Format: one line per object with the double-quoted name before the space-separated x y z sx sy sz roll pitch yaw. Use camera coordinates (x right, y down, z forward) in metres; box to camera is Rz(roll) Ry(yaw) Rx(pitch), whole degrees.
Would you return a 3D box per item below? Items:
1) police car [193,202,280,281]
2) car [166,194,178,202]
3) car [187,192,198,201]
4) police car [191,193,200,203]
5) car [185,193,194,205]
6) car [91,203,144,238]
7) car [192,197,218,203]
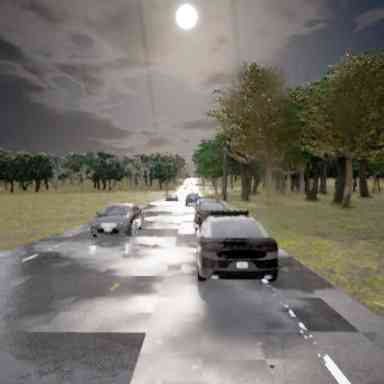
"police car" 1.069 1.316 9.624 1.930 1.638 5.238 0 1 0
"car" -3.446 1.002 57.888 1.994 1.385 4.181 0 1 1
"car" 0.129 0.867 62.147 1.882 1.535 5.008 0 1 0
"police car" 1.102 1.163 25.625 1.930 1.638 5.238 0 0 0
"car" 0.135 0.901 47.494 2.097 1.767 4.553 0 1 1
"car" -3.567 1.312 16.594 2.128 1.511 4.902 0 1 0
"car" 1.089 1.270 19.515 1.882 1.535 5.008 0 1 0
